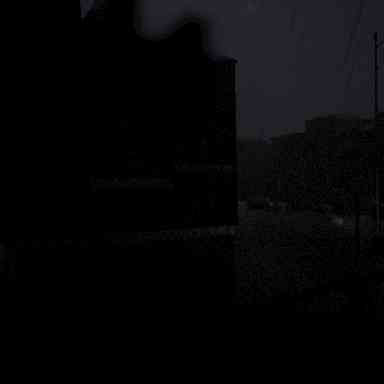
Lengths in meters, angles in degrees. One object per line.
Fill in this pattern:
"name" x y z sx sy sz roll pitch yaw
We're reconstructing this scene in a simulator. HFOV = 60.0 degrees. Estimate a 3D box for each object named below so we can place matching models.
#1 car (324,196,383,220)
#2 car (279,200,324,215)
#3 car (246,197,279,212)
"car" 14.093 1.277 27.542 2.192 1.841 5.009 -1 1 -35
"car" 10.959 1.463 31.946 1.947 1.339 4.313 -1 1 -35
"car" 7.825 1.273 36.344 1.967 1.590 4.097 -1 1 -35
